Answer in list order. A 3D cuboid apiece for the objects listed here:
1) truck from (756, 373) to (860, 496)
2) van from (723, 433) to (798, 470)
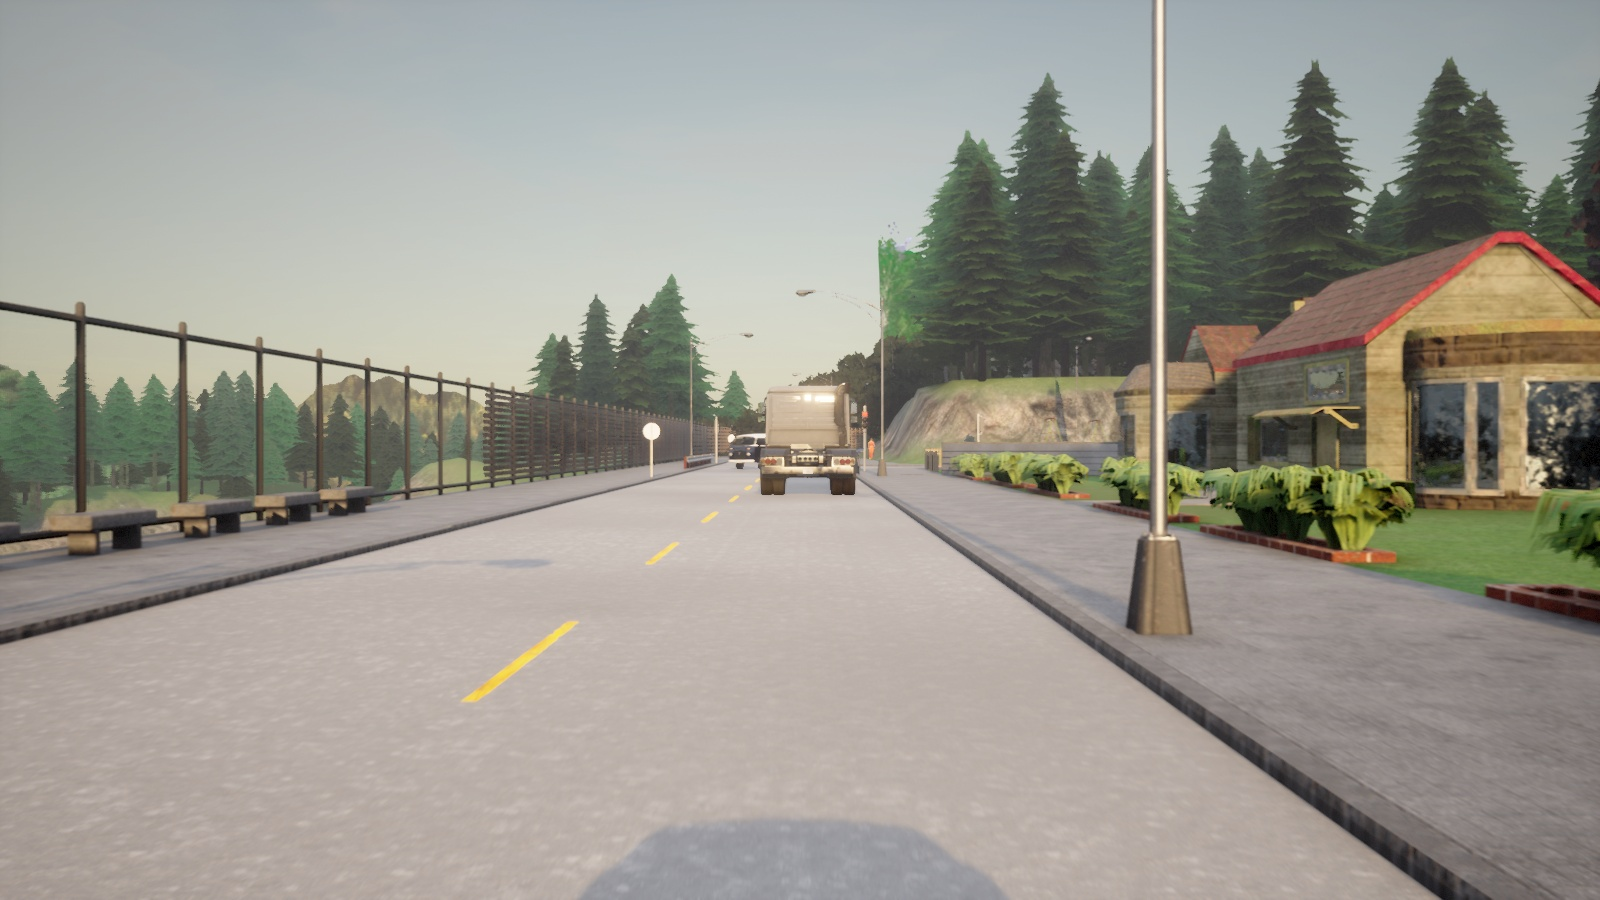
[{"bbox_3d":[0.243,-0.456,39.094,2.891,3.462,7.936,0,0,0],"label":"truck"},{"bbox_3d":[-2.179,0.070,70.675,2.069,2.038,4.480,-1,0,32],"label":"van"}]
